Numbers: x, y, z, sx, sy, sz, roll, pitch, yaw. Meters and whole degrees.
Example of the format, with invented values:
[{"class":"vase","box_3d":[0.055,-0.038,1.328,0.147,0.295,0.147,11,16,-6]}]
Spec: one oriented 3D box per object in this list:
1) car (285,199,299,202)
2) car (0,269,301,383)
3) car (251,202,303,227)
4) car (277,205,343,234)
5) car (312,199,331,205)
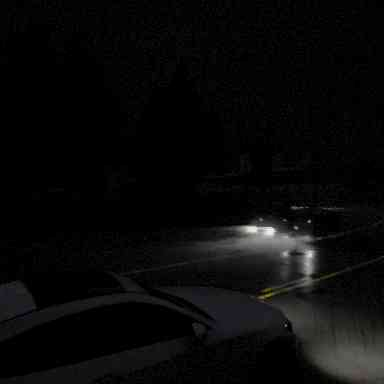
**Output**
[{"class":"car","box_3d":[18.946,2.113,62.715,2.033,1.411,5.357,-1,-1,-7]},{"class":"car","box_3d":[-0.921,1.536,3.248,4.674,1.442,1.812,0,0,-36]},{"class":"car","box_3d":[5.945,1.671,23.776,1.994,1.385,4.181,0,-1,41]},{"class":"car","box_3d":[7.295,1.679,20.013,1.895,1.301,4.718,0,0,44]},{"class":"car","box_3d":[22.677,1.922,58.577,2.128,1.511,4.902,-1,-1,-1]}]
